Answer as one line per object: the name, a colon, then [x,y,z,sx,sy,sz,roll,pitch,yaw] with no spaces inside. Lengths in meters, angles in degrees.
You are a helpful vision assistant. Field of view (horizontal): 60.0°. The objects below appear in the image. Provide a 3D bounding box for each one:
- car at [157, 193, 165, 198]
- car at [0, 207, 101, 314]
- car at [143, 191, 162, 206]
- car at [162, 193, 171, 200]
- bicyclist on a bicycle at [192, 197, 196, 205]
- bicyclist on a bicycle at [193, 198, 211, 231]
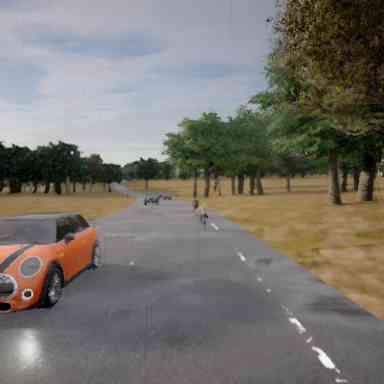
car: [-8.662,0.966,93.347,1.882,1.535,5.008,0,1,-11]
car: [-3.676,1.304,7.750,2.097,1.767,4.553,0,0,-1]
car: [-5.953,0.936,49.299,2.150,2.045,5.566,0,0,-5]
car: [-6.099,1.178,78.520,1.895,1.301,4.718,0,0,-9]
bicyclist on a bicycle: [0.276,1.250,26.680,0.582,1.620,1.656,0,0,-3]
bicyclist on a bicycle: [0.644,1.287,18.511,0.866,1.612,1.509,0,0,-2]
